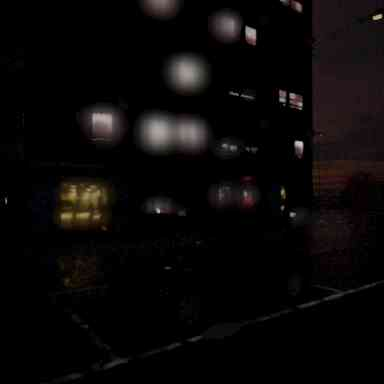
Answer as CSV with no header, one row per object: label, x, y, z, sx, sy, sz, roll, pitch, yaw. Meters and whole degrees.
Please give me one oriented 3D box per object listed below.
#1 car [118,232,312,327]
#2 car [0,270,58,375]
car,0.676,1.588,7.059,4.507,1.381,1.887,1,-1,-36
car,-3.943,1.534,3.757,4.507,1.381,1.887,1,-1,-36
